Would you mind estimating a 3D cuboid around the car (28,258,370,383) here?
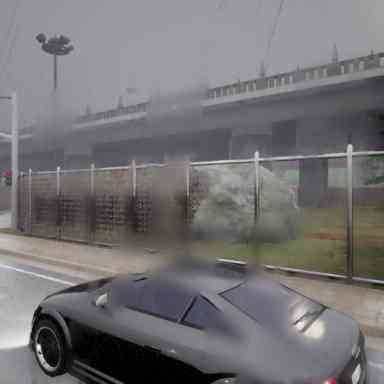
[{"bbox_3d":[-0.173,1.564,4.114,4.181,1.385,1.994,0,0,36],"label":"car"}]
